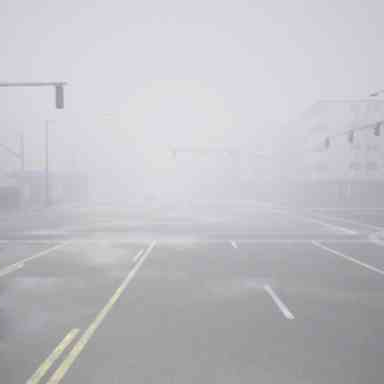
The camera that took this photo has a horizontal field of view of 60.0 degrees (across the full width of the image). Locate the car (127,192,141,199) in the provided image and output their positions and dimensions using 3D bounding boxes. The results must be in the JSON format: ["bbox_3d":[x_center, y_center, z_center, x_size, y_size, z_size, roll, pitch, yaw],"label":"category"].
[{"bbox_3d":[-12.404,0.651,71.290,2.128,1.511,4.902,0,1,-29],"label":"car"}]

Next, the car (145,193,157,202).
[{"bbox_3d":[-7.033,0.909,56.446,2.033,1.411,5.357,0,1,-8],"label":"car"}]
